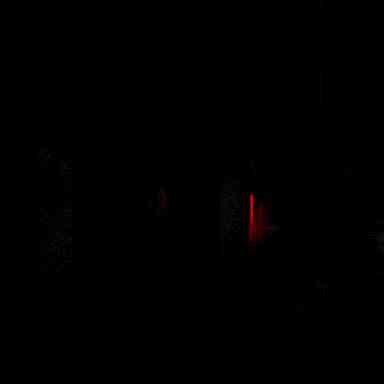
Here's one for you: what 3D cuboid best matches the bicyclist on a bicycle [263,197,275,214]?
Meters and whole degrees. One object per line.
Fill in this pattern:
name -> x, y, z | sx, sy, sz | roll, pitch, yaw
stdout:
bicyclist on a bicycle -> 7.417, 1.349, 32.129 | 1.656, 1.620, 0.582 | 0, 0, -36
